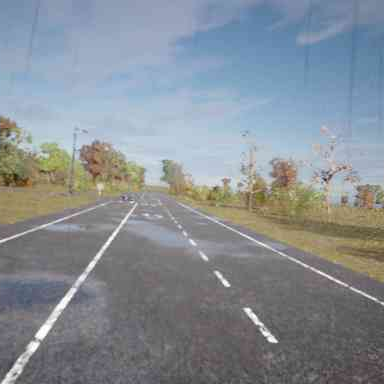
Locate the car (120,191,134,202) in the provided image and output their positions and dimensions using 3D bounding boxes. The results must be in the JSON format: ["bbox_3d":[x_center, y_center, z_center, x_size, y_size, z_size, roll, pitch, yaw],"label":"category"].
[{"bbox_3d":[-10.011,0.668,51.459,1.837,1.490,4.892,5,0,-7],"label":"car"}]
